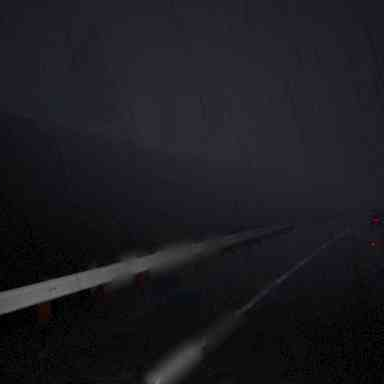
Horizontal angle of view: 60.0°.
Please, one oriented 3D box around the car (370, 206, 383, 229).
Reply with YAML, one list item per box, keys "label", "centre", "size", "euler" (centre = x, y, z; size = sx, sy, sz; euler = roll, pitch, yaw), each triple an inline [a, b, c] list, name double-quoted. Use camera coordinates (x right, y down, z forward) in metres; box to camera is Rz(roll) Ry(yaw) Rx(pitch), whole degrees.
- label: "car"
  centre: [12.682, 1.599, 21.452]
  size: [1.812, 1.442, 4.674]
  euler: [1, 1, 34]
